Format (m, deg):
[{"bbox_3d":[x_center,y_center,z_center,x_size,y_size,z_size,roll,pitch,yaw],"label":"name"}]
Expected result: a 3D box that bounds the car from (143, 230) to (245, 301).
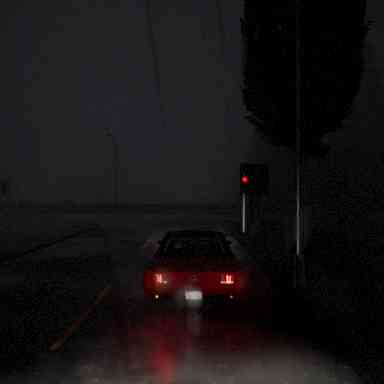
[{"bbox_3d":[0.064,1.601,8.276,1.895,1.301,4.718,0,0,1],"label":"car"}]
